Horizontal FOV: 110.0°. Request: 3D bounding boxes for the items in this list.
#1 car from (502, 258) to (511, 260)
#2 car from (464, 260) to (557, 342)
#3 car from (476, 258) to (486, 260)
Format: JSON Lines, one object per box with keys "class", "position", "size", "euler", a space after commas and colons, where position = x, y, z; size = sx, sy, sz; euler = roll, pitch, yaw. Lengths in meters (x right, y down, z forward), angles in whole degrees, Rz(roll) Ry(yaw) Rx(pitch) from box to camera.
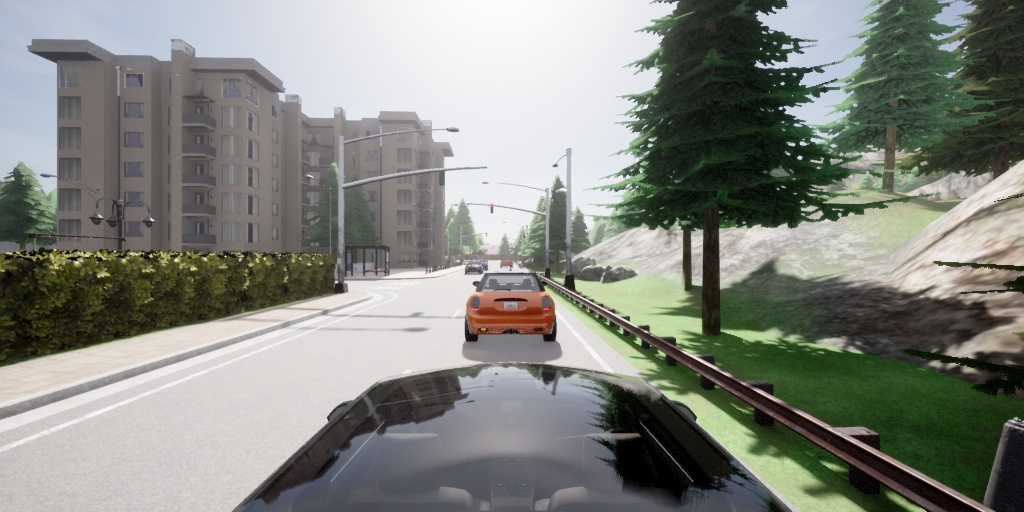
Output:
{"class": "car", "position": [-0.926, 1.102, 61.232], "size": [2.097, 1.767, 4.553], "euler": [0, 0, -1]}
{"class": "car", "position": [-0.052, 1.102, 9.975], "size": [2.097, 1.767, 4.553], "euler": [0, 0, -1]}
{"class": "car", "position": [-4.265, 1.255, 40.761], "size": [1.837, 1.490, 4.892], "euler": [0, 0, -1]}
